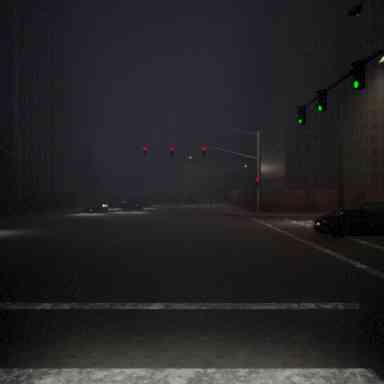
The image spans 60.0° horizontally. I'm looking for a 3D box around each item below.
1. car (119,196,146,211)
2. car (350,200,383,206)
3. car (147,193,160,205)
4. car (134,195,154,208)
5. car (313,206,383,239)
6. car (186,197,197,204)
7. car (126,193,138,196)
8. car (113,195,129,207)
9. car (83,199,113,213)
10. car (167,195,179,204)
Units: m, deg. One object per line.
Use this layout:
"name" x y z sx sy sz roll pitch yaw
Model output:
"car" -7.156 1.526 40.535 1.812 1.442 4.674 0 0 -1
"car" 12.368 1.352 23.875 4.553 1.767 2.097 0 0 0
"car" -7.158 1.221 60.156 2.150 2.045 5.566 0 0 1
"car" -7.185 1.525 49.629 1.812 1.442 4.674 0 0 0
"car" 8.307 1.564 16.664 4.181 1.385 1.994 0 0 0
"car" -0.124 1.564 64.935 1.994 1.385 4.181 0 0 0
"car" -10.669 1.221 58.307 2.150 2.045 5.566 0 0 0
"car" -10.687 1.547 47.617 2.033 1.411 5.357 0 0 0
"car" -10.707 1.547 37.542 2.033 1.411 5.357 0 0 -3
"car" -3.624 1.352 64.898 2.097 1.767 4.553 0 0 0
